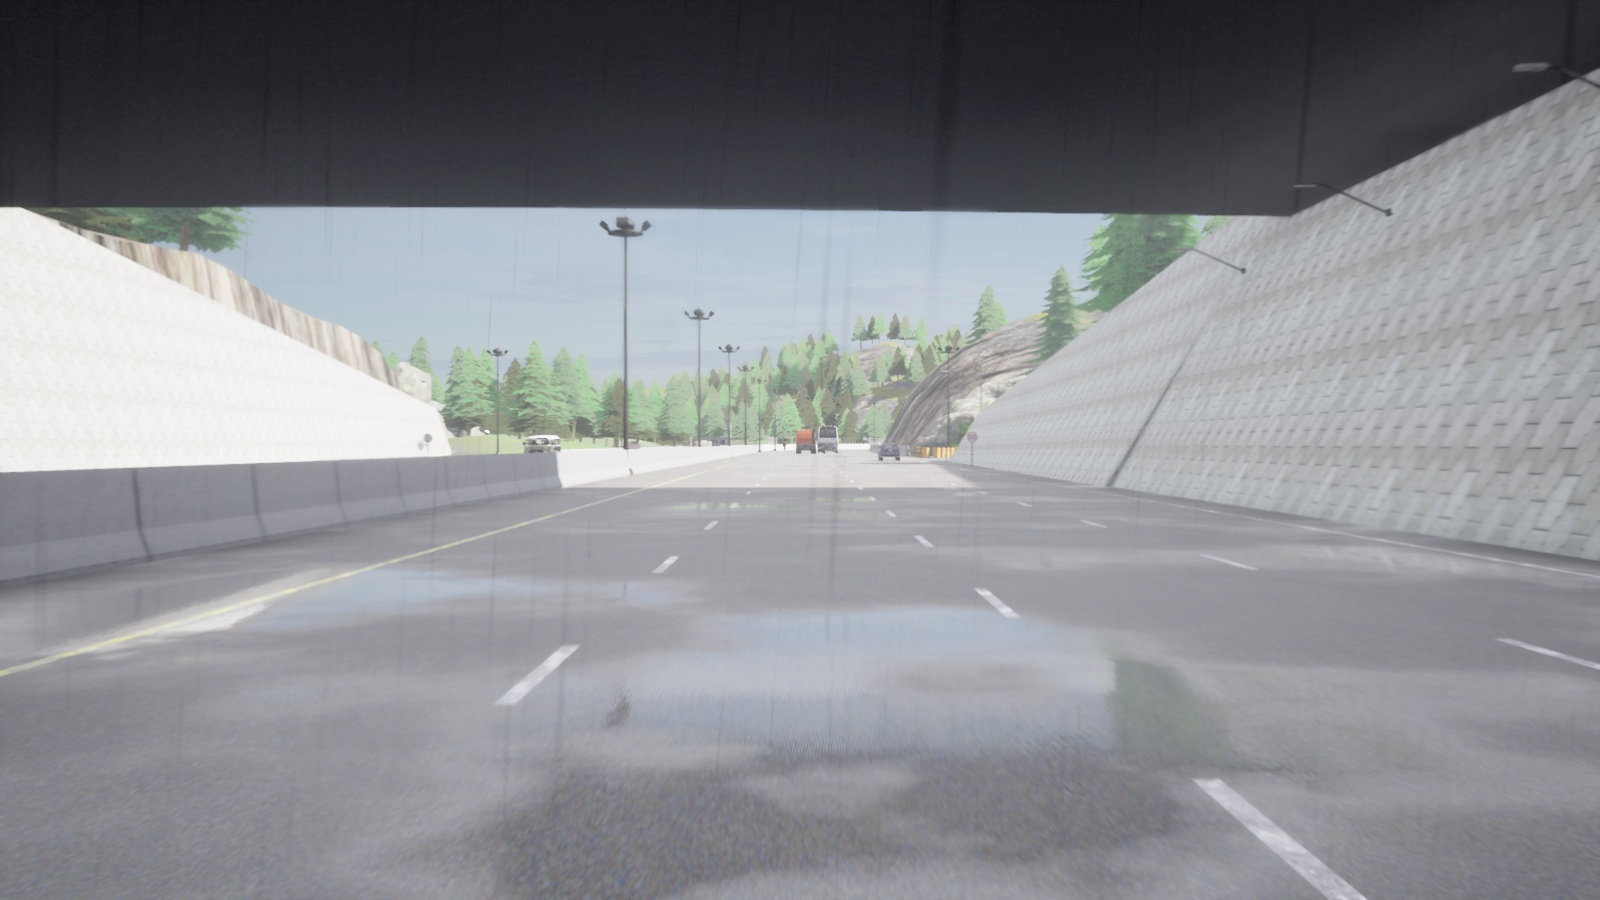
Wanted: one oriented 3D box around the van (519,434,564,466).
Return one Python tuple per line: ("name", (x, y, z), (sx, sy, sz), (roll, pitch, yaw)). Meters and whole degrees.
("van", (-17.083, -0.007, 83.140), (2.069, 2.038, 4.480), (0, 0, 0))
